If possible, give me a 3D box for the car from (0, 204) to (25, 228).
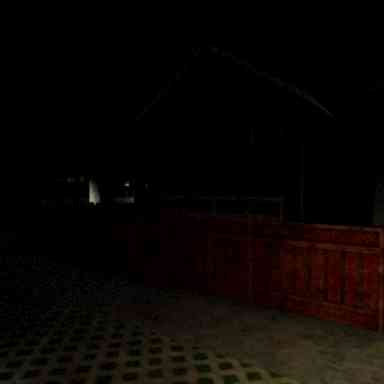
[{"bbox_3d":[-11.289,1.442,19.692,1.882,1.535,5.008,1,0,15],"label":"car"}]
